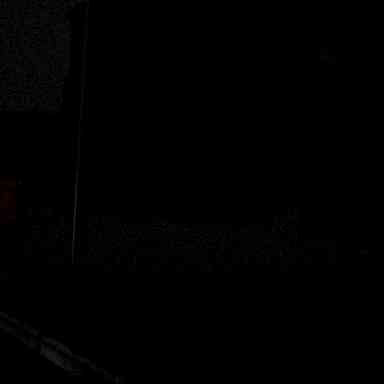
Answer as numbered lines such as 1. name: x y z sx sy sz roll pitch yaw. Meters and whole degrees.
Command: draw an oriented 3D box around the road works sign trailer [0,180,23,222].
1. road works sign trailer: -10.925 0.514 17.091 2.880 2.380 3.560 3 3 -7
